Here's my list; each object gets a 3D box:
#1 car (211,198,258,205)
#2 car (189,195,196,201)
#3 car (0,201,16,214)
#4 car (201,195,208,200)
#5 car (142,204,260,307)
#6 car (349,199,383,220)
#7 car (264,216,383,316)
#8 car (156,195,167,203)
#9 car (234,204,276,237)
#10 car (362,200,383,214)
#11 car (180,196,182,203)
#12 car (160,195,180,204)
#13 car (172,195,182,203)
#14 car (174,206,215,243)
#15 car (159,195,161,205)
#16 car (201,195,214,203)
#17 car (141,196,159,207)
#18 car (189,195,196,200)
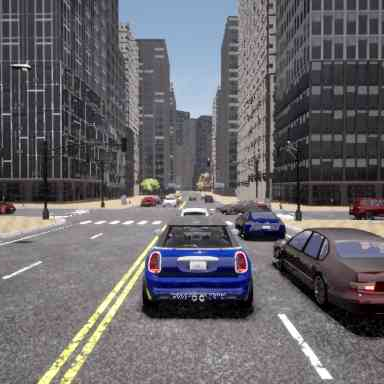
[{"bbox_3d":[5.049,1.577,33.671,5.357,1.411,2.033,0,1,-16],"label":"car"},{"bbox_3d":[0.133,1.451,79.797,2.128,1.511,4.902,0,0,0],"label":"car"},{"bbox_3d":[-19.340,1.408,32.013,4.181,1.385,1.994,1,1,1],"label":"car"},{"bbox_3d":[3.402,1.504,90.454,1.895,1.301,4.718,0,0,0],"label":"car"},{"bbox_3d":[0.113,1.348,8.131,2.097,1.767,4.553,0,0,0],"label":"car"},{"bbox_3d":[16.249,1.519,28.779,5.009,1.841,2.192,1,0,1],"label":"car"},{"bbox_3d":[3.362,1.544,7.791,2.033,1.411,5.357,0,0,0],"label":"car"},{"bbox_3d":[-6.384,1.417,70.322,1.882,1.535,5.008,0,0,0],"label":"car"},{"bbox_3d":[3.376,1.555,17.030,1.994,1.385,4.181,0,0,0],"label":"car"},{"bbox_3d":[21.871,1.642,37.056,4.829,1.417,1.752,1,0,1],"label":"car"},{"bbox_3d":[-3.228,1.501,59.467,2.033,1.411,5.357,0,0,0],"label":"car"},{"bbox_3d":[-3.259,1.490,49.776,1.812,1.442,4.674,0,0,0],"label":"car"},{"bbox_3d":[-3.134,1.418,69.683,1.882,1.535,5.008,0,0,0],"label":"car"},{"bbox_3d":[0.128,1.517,16.988,1.812,1.442,4.674,0,0,0],"label":"car"},{"bbox_3d":[-6.477,1.500,59.952,2.033,1.411,5.357,0,0,0],"label":"car"},{"bbox_3d":[3.467,1.443,69.811,1.837,1.490,4.892,0,0,0],"label":"car"},{"bbox_3d":[-6.507,1.442,50.025,1.882,1.535,5.008,0,0,0],"label":"car"},{"bbox_3d":[0.150,1.449,90.016,2.033,1.411,5.357,0,0,0],"label":"car"}]
